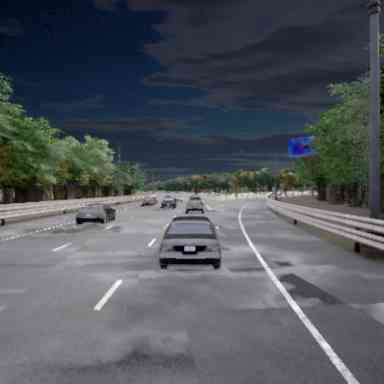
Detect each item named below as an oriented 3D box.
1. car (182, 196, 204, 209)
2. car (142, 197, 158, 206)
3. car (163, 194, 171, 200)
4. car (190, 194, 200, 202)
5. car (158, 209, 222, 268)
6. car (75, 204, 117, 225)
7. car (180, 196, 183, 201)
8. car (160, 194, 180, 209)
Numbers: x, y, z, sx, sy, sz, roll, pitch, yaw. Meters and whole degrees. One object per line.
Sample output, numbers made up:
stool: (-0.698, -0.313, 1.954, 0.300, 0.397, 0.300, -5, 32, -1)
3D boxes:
car: (0.323, 1.437, 34.971, 2.033, 1.411, 5.357, 0, 0, 1)
car: (-6.299, 1.405, 49.777, 2.033, 1.411, 5.357, 0, 0, 1)
car: (-6.769, 1.386, 90.213, 2.128, 1.511, 4.902, 0, 0, -2)
car: (0.620, 1.300, 72.734, 1.882, 1.535, 5.008, 0, 0, -1)
car: (-0.034, 1.522, 11.189, 2.033, 1.411, 5.357, 0, 0, 1)
car: (-6.774, 1.511, 23.888, 1.994, 1.385, 4.181, 0, 0, 1)
car: (-2.665, 1.429, 68.332, 1.895, 1.301, 4.718, 0, 0, 0)
car: (-2.934, 1.392, 43.712, 1.812, 1.442, 4.674, 0, 0, 1)
